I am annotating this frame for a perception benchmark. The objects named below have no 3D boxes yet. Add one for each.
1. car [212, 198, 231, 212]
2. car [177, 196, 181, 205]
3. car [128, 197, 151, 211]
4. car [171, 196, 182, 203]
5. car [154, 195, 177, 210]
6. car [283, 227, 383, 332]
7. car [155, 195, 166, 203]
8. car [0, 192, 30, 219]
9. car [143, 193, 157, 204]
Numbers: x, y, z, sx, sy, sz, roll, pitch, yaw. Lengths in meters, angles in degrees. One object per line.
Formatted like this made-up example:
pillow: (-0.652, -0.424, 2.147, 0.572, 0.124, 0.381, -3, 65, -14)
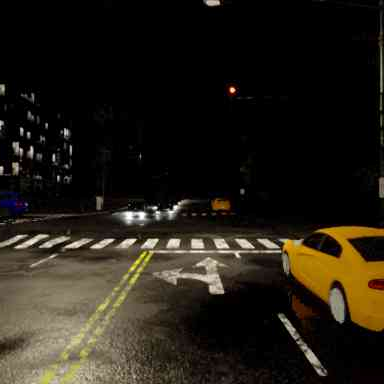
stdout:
car: (3.365, 1.467, 38.926, 1.882, 1.535, 5.008, 1, 1, 0)
car: (-3.324, 1.516, 56.293, 2.128, 1.511, 4.902, 0, 0, 1)
car: (-6.593, 1.619, 41.118, 1.895, 1.301, 4.718, 0, 0, 0)
car: (-3.244, 1.569, 71.266, 2.033, 1.411, 5.357, 0, 0, 0)
car: (-3.344, 1.497, 42.518, 1.882, 1.535, 5.008, 0, 0, 0)
car: (3.356, 1.466, 6.963, 1.882, 1.535, 5.008, -1, 0, 0)
car: (-6.494, 1.506, 69.431, 1.882, 1.535, 5.008, 0, 0, 0)
car: (-15.755, 1.052, 26.189, 5.566, 2.045, 2.150, 1, -2, -1)
car: (-6.587, 1.246, 53.681, 2.150, 2.045, 5.566, 0, 0, 0)
